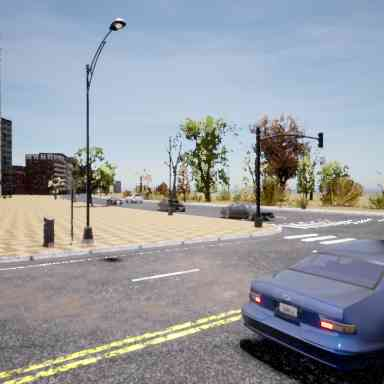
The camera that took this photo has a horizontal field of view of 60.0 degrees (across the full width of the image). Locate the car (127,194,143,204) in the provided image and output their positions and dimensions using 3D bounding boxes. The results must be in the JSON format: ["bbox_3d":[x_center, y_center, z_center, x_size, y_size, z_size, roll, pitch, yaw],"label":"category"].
[{"bbox_3d":[-11.976,1.335,68.848,2.150,2.045,5.566,0,0,-29],"label":"car"}]

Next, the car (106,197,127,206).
[{"bbox_3d":[-13.591,1.622,58.229,2.128,1.511,4.902,0,0,-30],"label":"car"}]

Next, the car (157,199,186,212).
[{"bbox_3d":[-2.441,1.588,39.311,1.837,1.490,4.892,0,1,-31],"label":"car"}]

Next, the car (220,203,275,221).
[{"bbox_3d":[4.497,1.604,28.040,2.033,1.411,5.357,0,0,-31],"label":"car"}]

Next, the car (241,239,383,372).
[{"bbox_3d":[3.303,1.547,5.655,5.357,1.411,2.033,0,0,-34],"label":"car"}]
